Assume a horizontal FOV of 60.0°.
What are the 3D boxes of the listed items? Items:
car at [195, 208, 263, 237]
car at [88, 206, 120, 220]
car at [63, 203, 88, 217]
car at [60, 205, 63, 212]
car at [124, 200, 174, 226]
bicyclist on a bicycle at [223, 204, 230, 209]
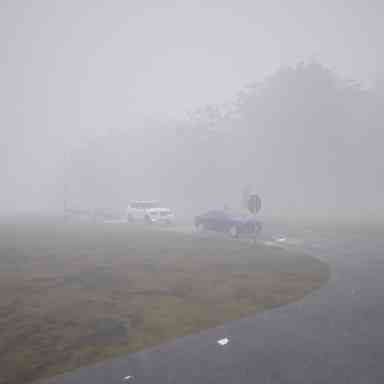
[{"bbox_3d":[2.141,1.785,20.478,1.882,1.535,5.008,-1,-1,-35],"label":"car"},{"bbox_3d":[-9.590,2.288,36.964,1.837,1.490,4.892,-1,-1,-36],"label":"car"},{"bbox_3d":[-15.673,2.523,45.579,1.882,1.535,5.008,-1,-1,-36],"label":"car"},{"bbox_3d":[-21.914,2.745,59.287,2.097,1.767,4.553,-1,-1,-36],"label":"car"},{"bbox_3d":[-3.793,1.763,28.820,2.150,2.045,5.566,-1,-1,-35],"label":"car"},{"bbox_3d":[3.019,1.856,29.562,1.656,1.620,0.582,0,-1,-36],"label":"bicyclist on a bicycle"}]
